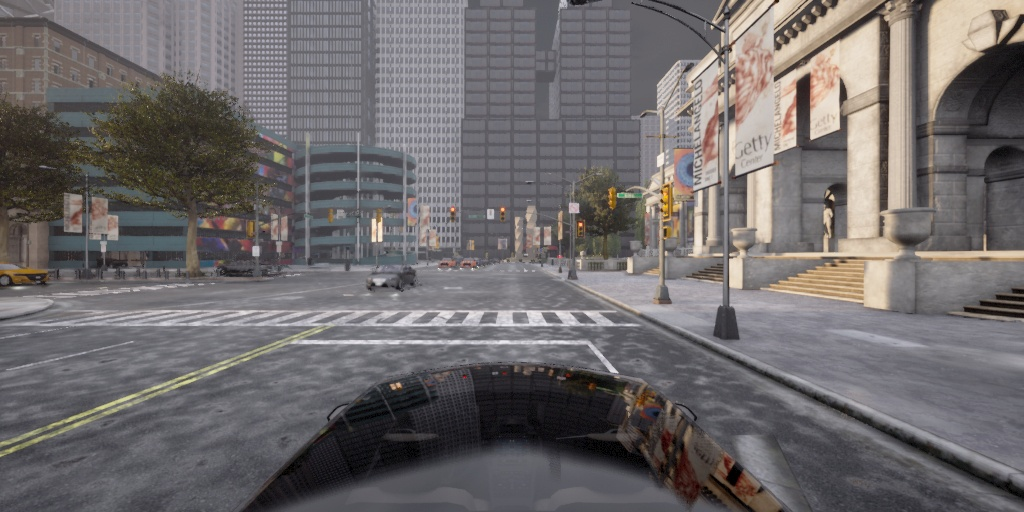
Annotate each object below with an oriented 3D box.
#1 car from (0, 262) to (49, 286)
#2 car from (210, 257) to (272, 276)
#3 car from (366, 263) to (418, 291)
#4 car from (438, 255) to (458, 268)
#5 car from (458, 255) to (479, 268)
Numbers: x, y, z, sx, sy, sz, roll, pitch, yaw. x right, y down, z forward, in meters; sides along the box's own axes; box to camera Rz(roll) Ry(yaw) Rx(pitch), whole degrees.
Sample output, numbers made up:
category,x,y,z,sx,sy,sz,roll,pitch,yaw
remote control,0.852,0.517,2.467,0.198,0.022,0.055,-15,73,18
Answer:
category,x,y,z,sx,sy,sz,roll,pitch,yaw
car,-34.041,1.151,23.816,5.008,1.535,1.882,0,0,-1
car,-26.572,1.165,35.552,4.902,1.511,2.128,0,0,-2
car,-7.059,1.211,21.475,2.128,1.511,4.902,0,0,0
car,-10.481,1.028,57.985,2.097,1.767,4.553,0,0,0
car,-6.982,1.034,57.952,2.097,1.767,4.553,0,0,0
